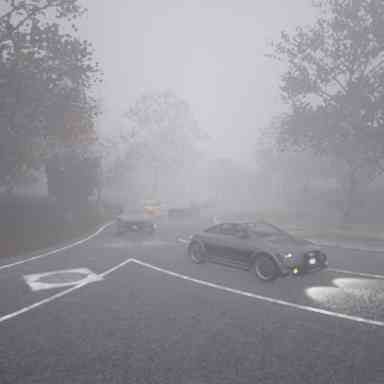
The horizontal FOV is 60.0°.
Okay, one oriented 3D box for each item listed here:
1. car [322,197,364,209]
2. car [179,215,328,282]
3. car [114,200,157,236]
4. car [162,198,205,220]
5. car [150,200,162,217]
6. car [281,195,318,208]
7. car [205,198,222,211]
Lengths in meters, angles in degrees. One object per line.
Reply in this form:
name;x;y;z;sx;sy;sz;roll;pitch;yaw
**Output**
car;19.155;1.396;42.228;4.892;1.490;1.837;1;0;9
car;1.742;1.554;9.845;1.994;1.385;4.181;0;0;-40
car;-3.289;1.466;18.759;1.882;1.535;5.008;0;0;-11
car;-0.599;1.454;27.999;1.882;1.535;5.008;-1;0;14
car;-3.691;1.458;28.108;1.882;1.535;5.008;0;1;14
car;14.592;1.209;45.372;4.553;1.767;2.097;0;0;-4
car;1.461;1.454;38.647;2.128;1.511;4.902;0;0;45
